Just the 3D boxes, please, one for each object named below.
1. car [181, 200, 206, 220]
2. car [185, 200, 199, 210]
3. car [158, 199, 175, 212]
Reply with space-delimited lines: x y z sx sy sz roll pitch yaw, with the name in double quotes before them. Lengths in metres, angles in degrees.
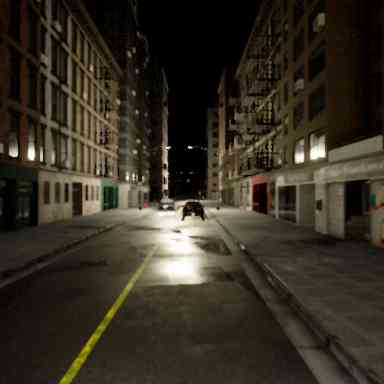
"car" 0.096 1.574 29.110 1.837 1.490 4.892 0 -1 0
"car" 0.047 1.739 45.708 1.895 1.301 4.718 0 0 1
"car" -3.088 1.611 41.249 2.128 1.511 4.902 0 0 0
